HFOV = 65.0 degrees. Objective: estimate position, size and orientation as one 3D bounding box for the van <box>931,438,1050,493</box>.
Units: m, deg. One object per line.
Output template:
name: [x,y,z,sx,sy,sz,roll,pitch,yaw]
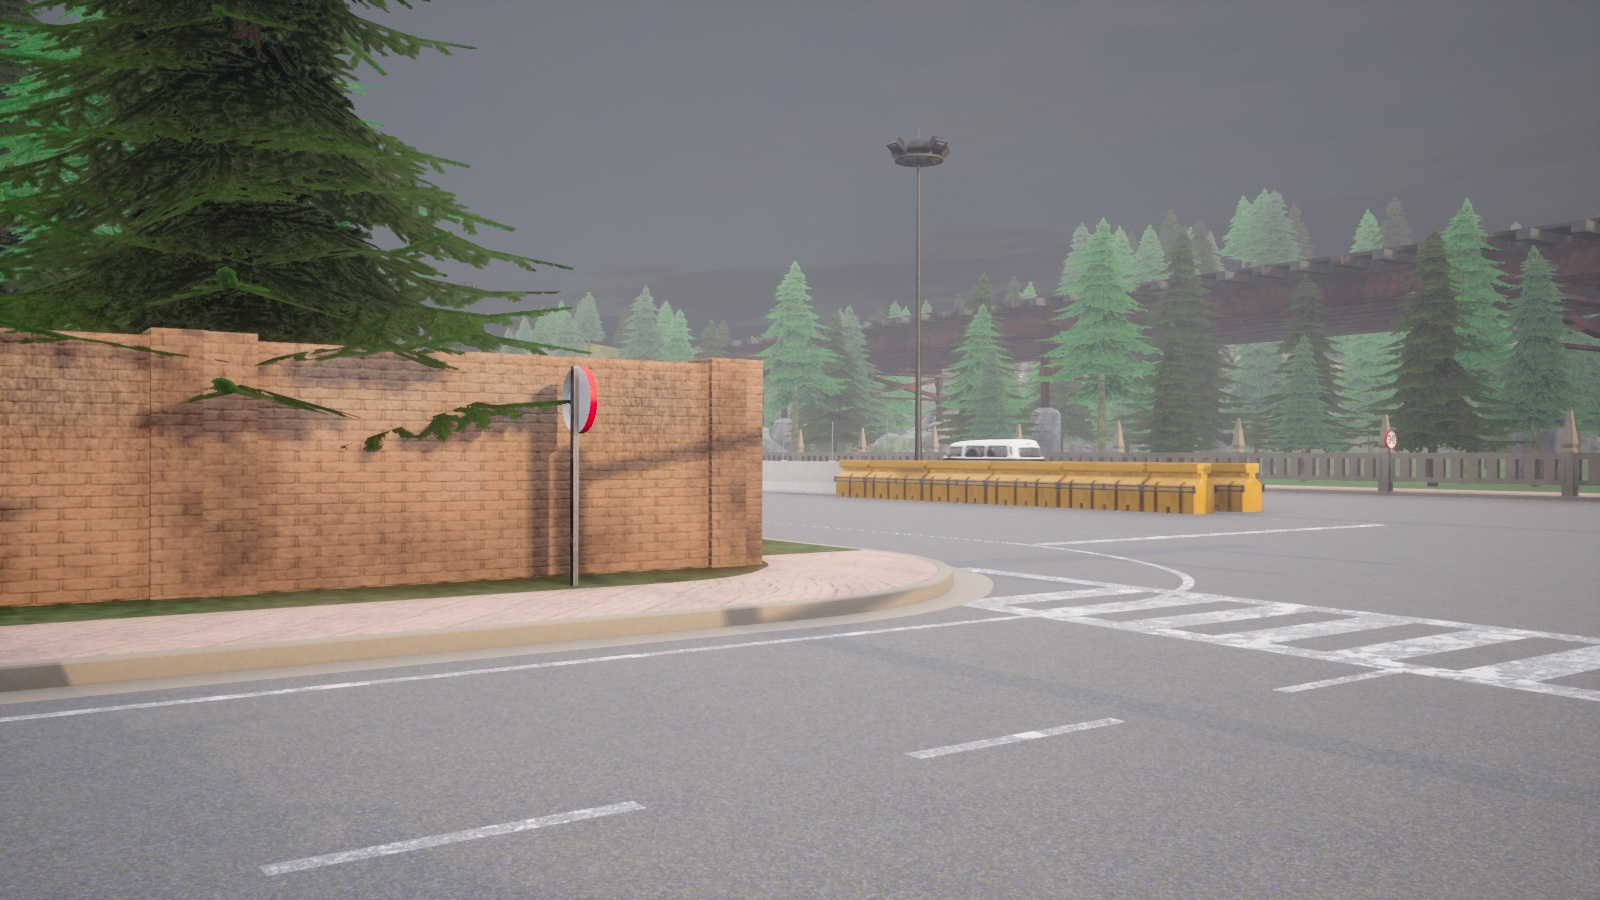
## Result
van: [7.396,0.575,49.153,2.069,2.038,4.480,0,0,-35]
